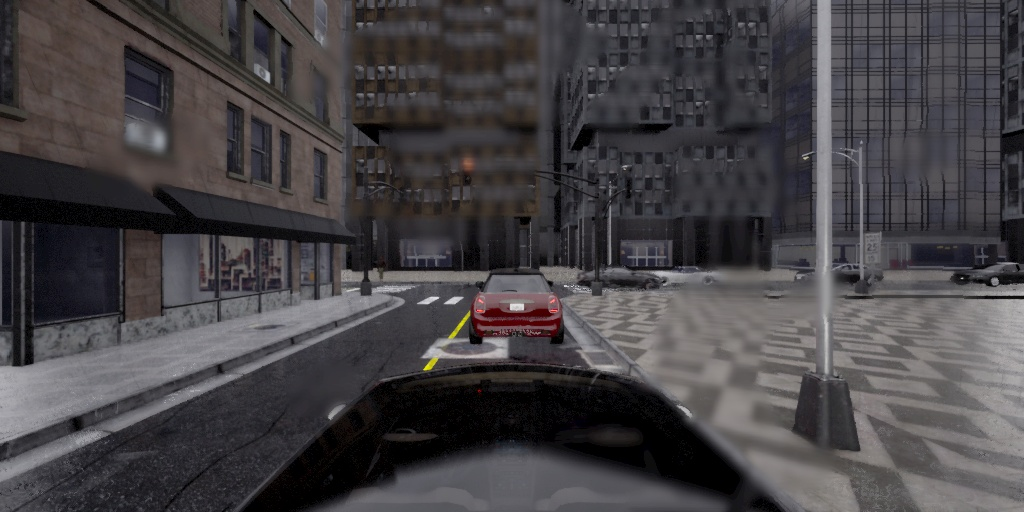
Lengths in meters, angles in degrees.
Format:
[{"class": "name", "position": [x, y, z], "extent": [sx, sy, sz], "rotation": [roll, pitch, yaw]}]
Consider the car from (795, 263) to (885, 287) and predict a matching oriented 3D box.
[{"class": "car", "position": [21.388, 1.209, 23.532], "extent": [4.902, 1.511, 2.128], "rotation": [0, 0, 1]}]

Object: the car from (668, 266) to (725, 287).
[{"class": "car", "position": [11.195, 1.333, 23.647], "extent": [4.718, 1.301, 1.895], "rotation": [0, 0, 1]}]

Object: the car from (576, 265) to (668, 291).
[{"class": "car", "position": [6.032, 1.264, 20.502], "extent": [4.674, 1.442, 1.812], "rotation": [0, 0, 1]}]

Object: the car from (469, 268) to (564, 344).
[{"class": "car", "position": [0.069, 1.102, 9.731], "extent": [2.097, 1.767, 4.553], "rotation": [0, 0, -1]}]

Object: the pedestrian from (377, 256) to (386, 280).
[{"class": "pedestrian", "position": [-9.838, 0.902, 26.913], "extent": [0.375, 1.860, 0.375], "rotation": [0, 0, 1]}]

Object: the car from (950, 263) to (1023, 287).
[{"class": "car", "position": [31.807, 1.209, 23.409], "extent": [4.892, 1.490, 1.837], "rotation": [0, 0, 1]}]
